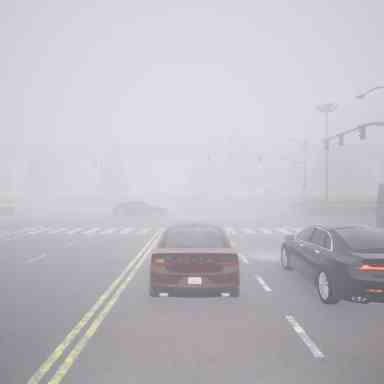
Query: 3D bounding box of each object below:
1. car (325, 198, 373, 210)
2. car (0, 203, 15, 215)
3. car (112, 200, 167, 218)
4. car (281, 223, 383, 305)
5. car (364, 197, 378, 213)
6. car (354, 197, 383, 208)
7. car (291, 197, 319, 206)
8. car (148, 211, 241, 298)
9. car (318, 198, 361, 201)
[{"bbox_3d":[20.490,1.547,43.577,5.357,1.411,2.033,0,0,0],"label":"car"},{"bbox_3d":[-20.302,1.477,33.029,5.008,1.535,1.882,0,0,0],"label":"car"},{"bbox_3d":[-4.613,1.505,29.471,4.892,1.490,1.837,0,0,0],"label":"car"},{"bbox_3d":[3.555,1.505,8.078,1.837,1.490,4.892,0,0,0],"label":"car"},{"bbox_3d":[20.264,1.492,32.876,4.902,1.511,2.128,0,0,0],"label":"car"},{"bbox_3d":[25.892,1.505,47.062,4.892,1.490,1.837,0,0,0],"label":"car"},{"bbox_3d":[16.571,1.505,47.091,4.892,1.490,1.837,0,0,0],"label":"car"},{"bbox_3d":[0.057,1.478,8.591,1.882,1.535,5.008,0,0,0],"label":"car"},{"bbox_3d":[17.974,1.564,40.087,4.181,1.385,1.994,0,0,0],"label":"car"}]
